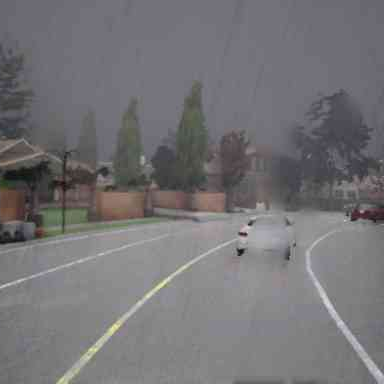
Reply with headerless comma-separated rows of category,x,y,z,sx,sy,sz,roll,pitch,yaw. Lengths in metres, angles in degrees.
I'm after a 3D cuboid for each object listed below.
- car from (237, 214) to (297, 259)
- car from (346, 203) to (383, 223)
car,3.013,1.585,12.980,1.812,1.442,4.674,0,0,21
car,15.792,1.708,28.853,4.553,1.767,2.097,1,-1,-37
